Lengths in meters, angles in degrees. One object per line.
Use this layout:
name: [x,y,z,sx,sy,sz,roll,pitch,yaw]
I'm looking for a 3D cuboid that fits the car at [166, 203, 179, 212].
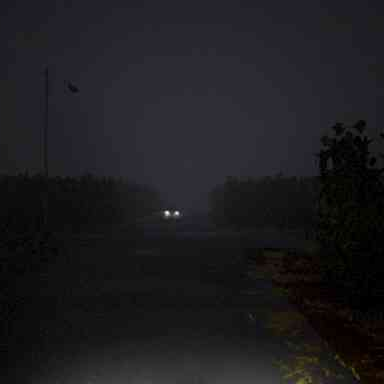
car: [-3.090,2.424,52.459,1.895,1.301,4.718,0,-2,0]
